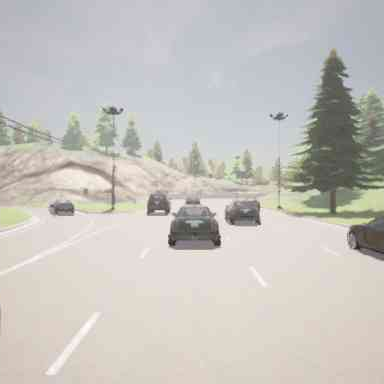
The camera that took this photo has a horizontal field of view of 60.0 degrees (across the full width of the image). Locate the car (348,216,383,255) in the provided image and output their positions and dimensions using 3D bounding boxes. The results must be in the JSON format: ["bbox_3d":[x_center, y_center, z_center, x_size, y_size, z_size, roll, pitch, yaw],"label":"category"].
[{"bbox_3d":[7.106,1.475,11.202,1.882,1.535,5.008,0,0,0],"label":"car"}]

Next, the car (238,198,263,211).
[{"bbox_3d":[7.120,1.484,40.880,2.128,1.511,4.902,0,0,0],"label":"car"}]

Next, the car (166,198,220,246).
[{"bbox_3d":[0.108,1.350,15.461,2.097,1.767,4.553,0,0,0],"label":"car"}]

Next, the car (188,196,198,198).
[{"bbox_3d":[0.124,1.345,44.539,2.097,1.767,4.553,0,0,0],"label":"car"}]

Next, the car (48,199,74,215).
[{"bbox_3d":[-13.473,1.488,34.218,2.128,1.511,4.902,0,0,-32],"label":"car"}]

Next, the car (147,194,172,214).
[{"bbox_3d":[-3.382,1.217,34.870,2.150,2.045,5.566,0,0,0],"label":"car"}]

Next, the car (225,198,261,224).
[{"bbox_3d":[3.613,1.348,24.484,2.097,1.767,4.553,0,0,0],"label":"car"}]

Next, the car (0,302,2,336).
[{"bbox_3d":[-3.398,1.222,1.686,2.150,2.045,5.566,0,0,0],"label":"car"}]
